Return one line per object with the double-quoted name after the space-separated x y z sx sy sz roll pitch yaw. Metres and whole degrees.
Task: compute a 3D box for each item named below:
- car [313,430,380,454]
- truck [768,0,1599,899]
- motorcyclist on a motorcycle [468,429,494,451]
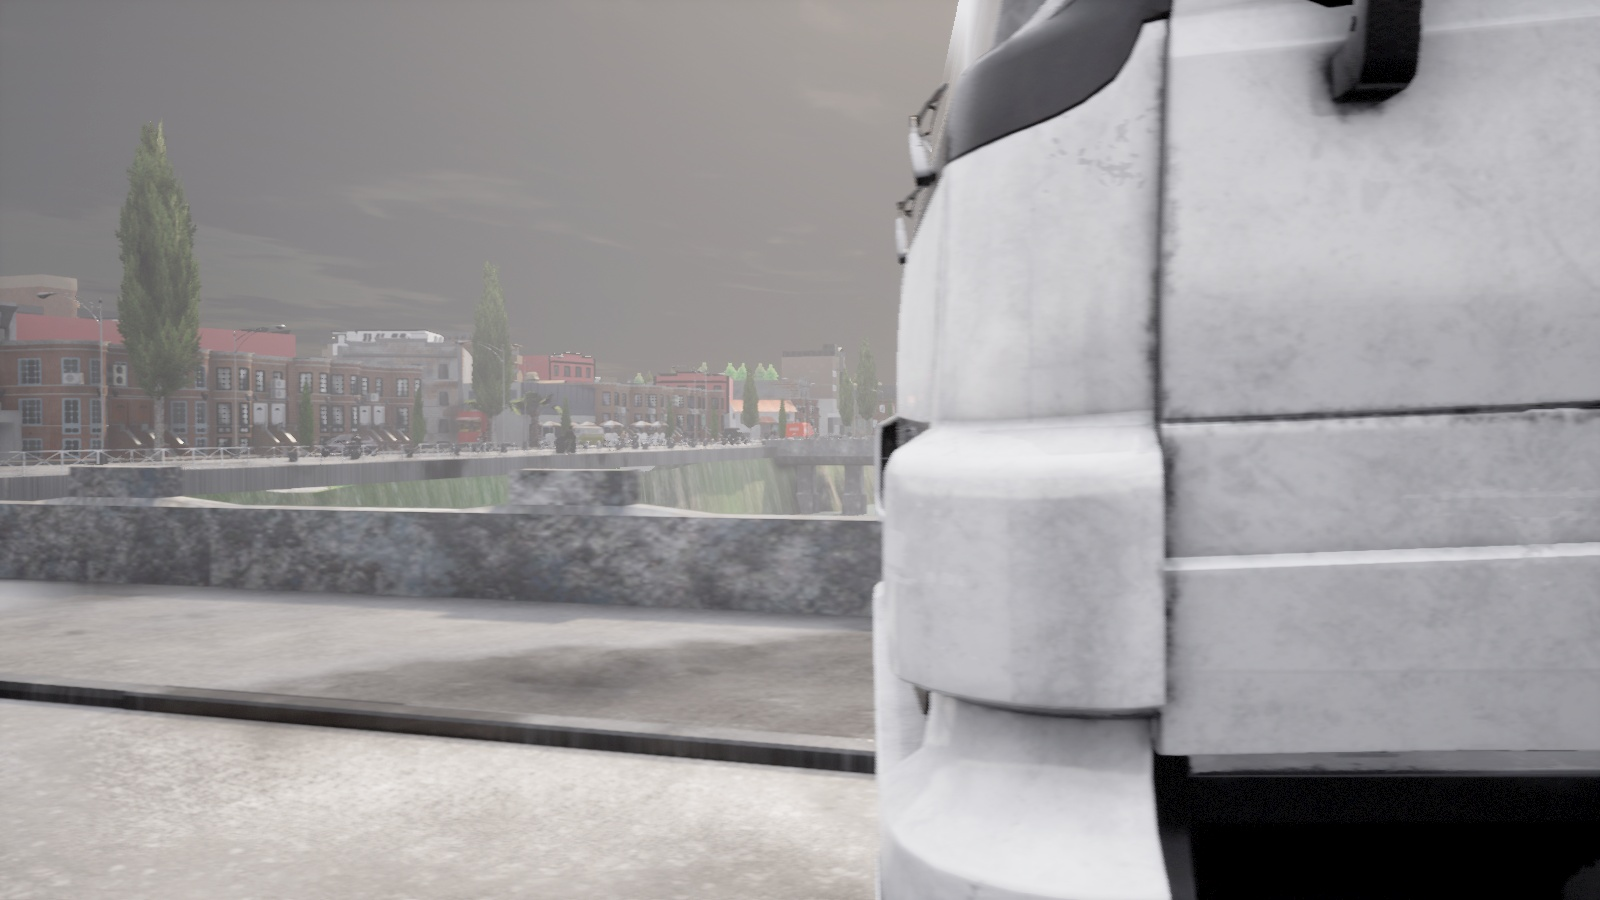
-28.968 -0.511 80.271 1.816 1.474 4.193 0 1 19 "car"
4.009 -0.211 2.814 7.936 3.462 2.891 -1 2 3 "truck"
-24.064 -0.786 94.796 0.766 1.649 2.350 0 1 19 "motorcyclist on a motorcycle"
